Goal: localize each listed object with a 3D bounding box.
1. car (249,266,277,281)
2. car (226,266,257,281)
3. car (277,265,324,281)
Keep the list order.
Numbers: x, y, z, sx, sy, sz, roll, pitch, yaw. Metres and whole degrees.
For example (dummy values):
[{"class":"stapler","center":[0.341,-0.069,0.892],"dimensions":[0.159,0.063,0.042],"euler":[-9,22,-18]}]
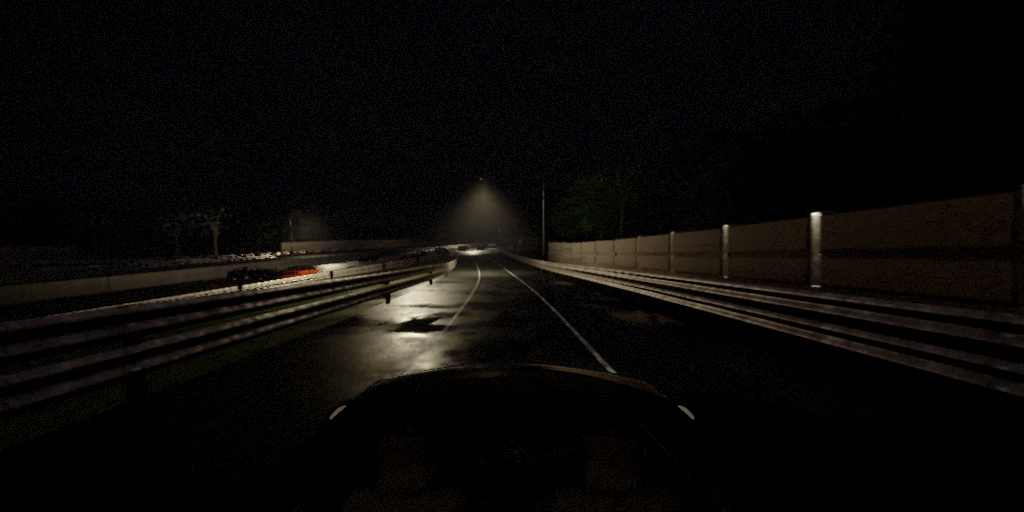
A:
[{"class":"car","center":[-26.370,1.975,40.373],"dimensions":[1.895,1.301,4.718],"euler":[0,4,10]},{"class":"car","center":[-29.822,1.880,40.949],"dimensions":[2.128,1.511,4.902],"euler":[0,4,10]},{"class":"car","center":[-22.936,1.764,39.680],"dimensions":[2.097,1.767,4.553],"euler":[0,4,10]}]
